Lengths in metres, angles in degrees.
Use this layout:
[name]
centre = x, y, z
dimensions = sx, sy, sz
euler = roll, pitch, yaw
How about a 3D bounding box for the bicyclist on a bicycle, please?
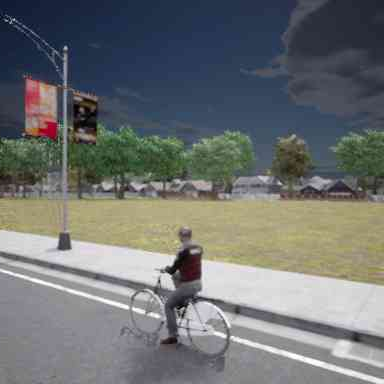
[bicyclist on a bicycle]
centre = -0.264, 1.368, 4.849
dimensions = 1.843, 1.776, 0.659
euler = 1, 0, 36
